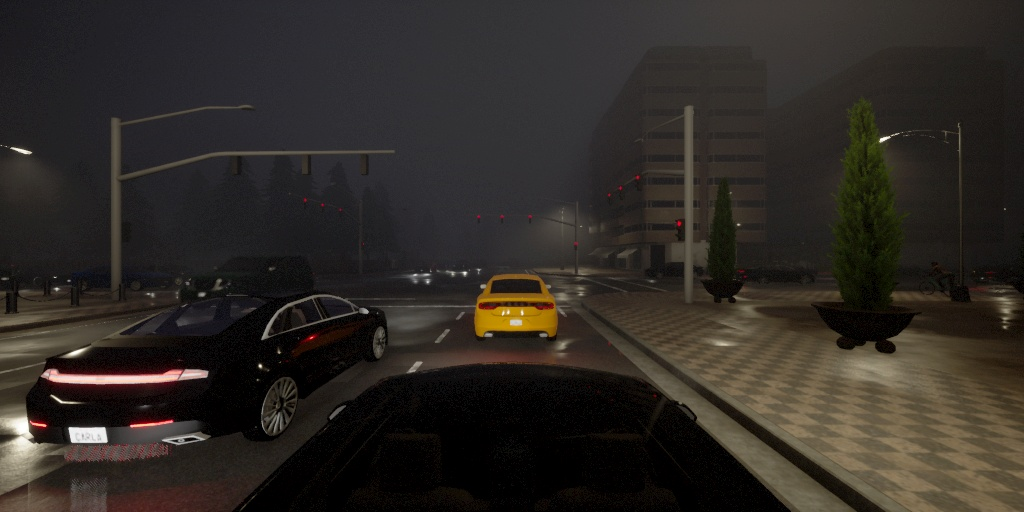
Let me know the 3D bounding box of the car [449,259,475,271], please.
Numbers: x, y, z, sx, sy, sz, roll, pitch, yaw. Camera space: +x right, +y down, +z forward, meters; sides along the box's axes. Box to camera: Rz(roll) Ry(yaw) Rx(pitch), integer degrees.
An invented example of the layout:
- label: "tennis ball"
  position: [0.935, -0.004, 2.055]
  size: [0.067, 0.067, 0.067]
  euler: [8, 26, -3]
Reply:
- label: "car"
  position: [-6.668, 1.228, 48.411]
  size: [1.882, 1.535, 5.008]
  euler: [0, 0, 3]

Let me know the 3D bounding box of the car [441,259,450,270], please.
- label: "car"
  position: [-9.730, 1.228, 53.491]
  size: [1.882, 1.535, 5.008]
  euler: [0, 0, 7]

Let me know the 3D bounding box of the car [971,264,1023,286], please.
- label: "car"
  position: [35.695, 1.311, 25.371]
  size: [4.892, 1.490, 1.837]
  euler: [0, 0, 0]

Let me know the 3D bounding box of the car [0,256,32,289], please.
- label: "car"
  position: [-33.373, 1.027, 21.671]
  size: [5.566, 2.045, 2.150]
  euler: [0, 0, 0]

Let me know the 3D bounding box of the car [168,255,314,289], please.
- label: "car"
  position: [-10.566, 0.971, 14.992]
  size: [2.150, 2.045, 5.566]
  euler: [0, 0, 0]

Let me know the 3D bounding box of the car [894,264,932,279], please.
- label: "car"
  position: [34.915, 1.406, 32.560]
  size: [4.718, 1.301, 1.895]
  euler: [0, 0, 0]

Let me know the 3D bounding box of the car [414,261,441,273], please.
- label: "car"
  position: [-10.379, 1.351, 43.627]
  size: [1.895, 1.301, 4.718]
  euler: [0, 0, 1]

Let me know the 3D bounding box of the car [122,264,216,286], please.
- label: "car"
  position: [-24.023, 1.310, 25.209]
  size: [4.892, 1.490, 1.837]
  euler: [0, 0, 1]

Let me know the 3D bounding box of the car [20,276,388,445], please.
- label: "car"
  position: [-3.424, 1.242, 5.339]
  size: [2.128, 1.511, 4.902]
  euler: [0, 0, 0]

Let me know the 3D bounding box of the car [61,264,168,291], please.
- label: "car"
  position: [-23.438, 1.283, 21.699]
  size: [5.008, 1.535, 1.882]
  euler: [0, 0, 0]

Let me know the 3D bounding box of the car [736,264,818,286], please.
- label: "car"
  position: [18.592, 1.296, 25.349]
  size: [4.902, 1.511, 2.128]
  euler: [0, 0, 0]

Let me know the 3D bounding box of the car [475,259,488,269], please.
- label: "car"
  position: [-5.343, 1.253, 58.431]
  size: [1.837, 1.490, 4.892]
  euler: [0, 0, 15]

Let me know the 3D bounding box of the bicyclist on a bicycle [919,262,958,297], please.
- label: "bicyclist on a bicycle"
  position: [20.283, 1.106, 17.043]
  size: [0.582, 1.620, 1.656]
  euler: [0, 0, 0]

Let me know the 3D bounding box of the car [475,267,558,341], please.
- label: "car"
  position: [0.104, 1.228, 9.922]
  size: [1.882, 1.535, 5.008]
  euler: [0, 0, 0]

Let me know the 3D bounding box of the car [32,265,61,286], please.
- label: "car"
  position: [-33.765, 1.353, 25.168]
  size: [5.357, 1.411, 2.033]
  euler: [0, 0, 0]

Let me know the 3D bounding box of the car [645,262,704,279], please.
- label: "car"
  position: [14.639, 1.283, 32.510]
  size: [5.008, 1.535, 1.882]
  euler: [0, 0, 0]
